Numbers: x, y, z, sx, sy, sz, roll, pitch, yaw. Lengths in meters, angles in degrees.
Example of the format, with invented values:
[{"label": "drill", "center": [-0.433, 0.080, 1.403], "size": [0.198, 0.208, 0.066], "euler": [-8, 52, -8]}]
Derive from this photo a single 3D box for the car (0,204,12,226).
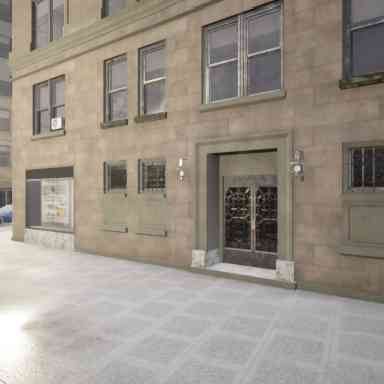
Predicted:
[{"label": "car", "center": [-11.927, 1.512, 23.061], "size": [2.033, 1.411, 5.357], "euler": [0, 0, 39]}]
